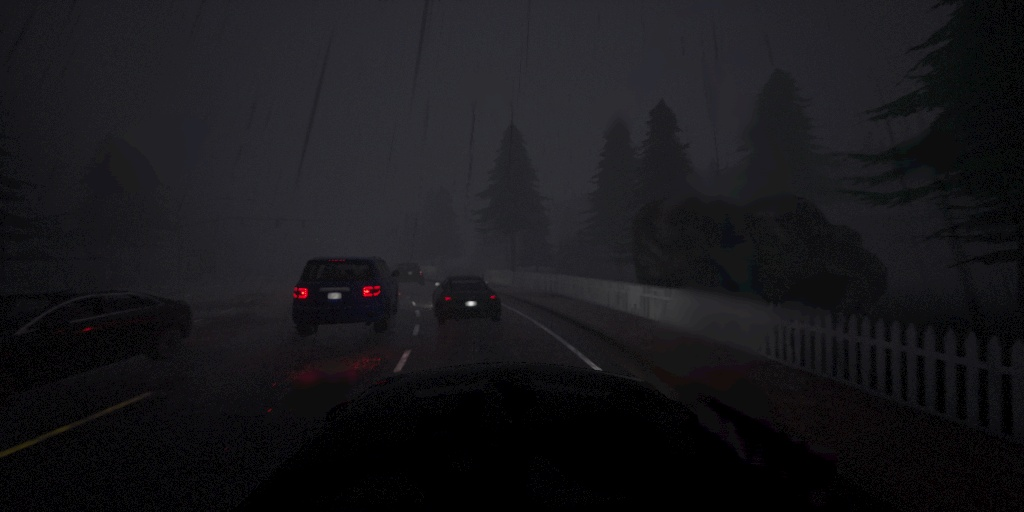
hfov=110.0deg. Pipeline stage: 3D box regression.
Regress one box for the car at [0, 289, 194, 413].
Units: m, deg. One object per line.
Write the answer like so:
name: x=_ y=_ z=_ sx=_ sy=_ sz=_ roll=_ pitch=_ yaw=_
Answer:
car: x=-7.583 y=1.328 z=5.718 sx=2.128 sy=1.511 sz=4.902 roll=0 pitch=0 yaw=-8

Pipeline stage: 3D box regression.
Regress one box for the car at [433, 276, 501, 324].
car: x=-1.669 y=1.362 z=12.335 sx=1.994 sy=1.385 sz=4.181 roll=0 pitch=0 yaw=-14

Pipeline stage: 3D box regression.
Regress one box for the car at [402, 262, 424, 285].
car: x=-8.201 y=1.256 z=27.140 sx=2.097 sy=1.767 sz=4.553 roll=0 pitch=0 yaw=-29

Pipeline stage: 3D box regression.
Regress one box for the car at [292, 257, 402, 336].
car: x=-4.788 y=1.046 z=11.028 sx=2.150 sy=2.045 sz=5.566 roll=0 pitch=0 yaw=-13
